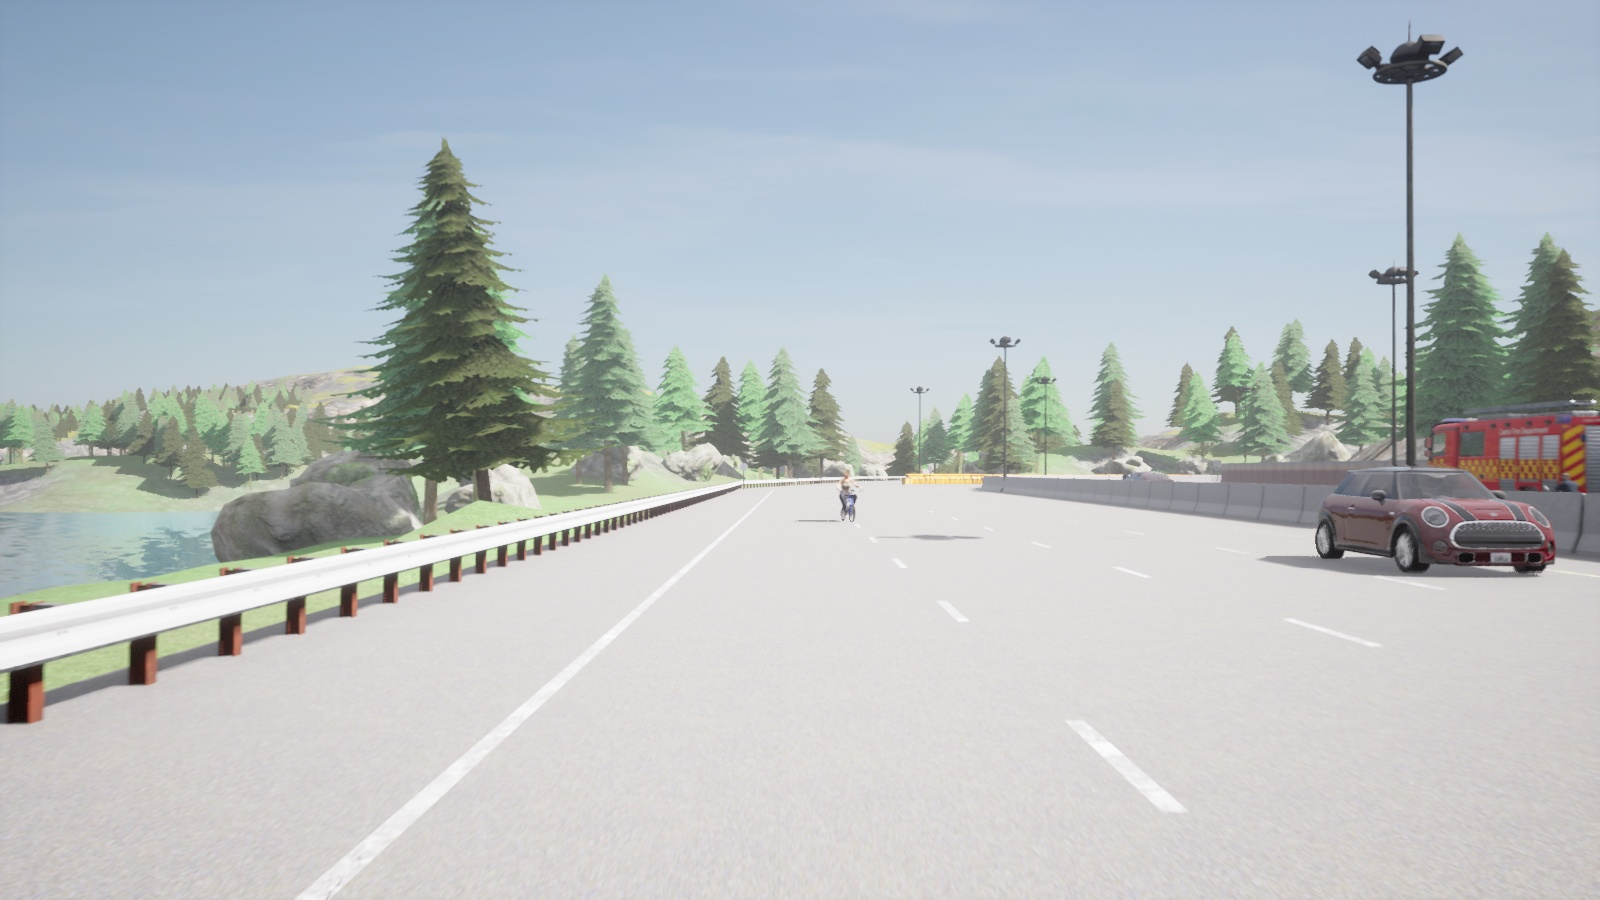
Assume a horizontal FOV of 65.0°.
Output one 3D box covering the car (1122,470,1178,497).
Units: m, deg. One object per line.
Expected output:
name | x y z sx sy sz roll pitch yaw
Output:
car | 20.751 1.958 74.579 1.882 1.535 5.008 0 -1 0

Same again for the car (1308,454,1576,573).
car | 10.451 0.982 20.923 2.097 1.767 4.553 0 -1 0

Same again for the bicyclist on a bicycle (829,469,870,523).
bicyclist on a bicycle | 1.491 1.389 38.454 0.866 1.612 1.509 0 -1 -14

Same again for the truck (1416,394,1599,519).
truck | 24.396 0.264 42.478 2.891 3.827 8.468 0 -1 0
